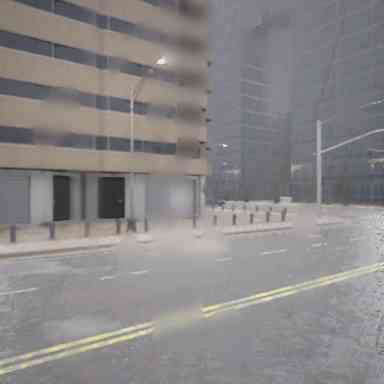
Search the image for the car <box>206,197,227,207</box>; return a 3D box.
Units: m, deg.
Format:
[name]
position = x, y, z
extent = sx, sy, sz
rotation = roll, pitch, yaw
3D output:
[car]
position = 2.968, 1.494, 50.976
extent = 2.033, 1.411, 5.357
rotation = 0, 0, -35
